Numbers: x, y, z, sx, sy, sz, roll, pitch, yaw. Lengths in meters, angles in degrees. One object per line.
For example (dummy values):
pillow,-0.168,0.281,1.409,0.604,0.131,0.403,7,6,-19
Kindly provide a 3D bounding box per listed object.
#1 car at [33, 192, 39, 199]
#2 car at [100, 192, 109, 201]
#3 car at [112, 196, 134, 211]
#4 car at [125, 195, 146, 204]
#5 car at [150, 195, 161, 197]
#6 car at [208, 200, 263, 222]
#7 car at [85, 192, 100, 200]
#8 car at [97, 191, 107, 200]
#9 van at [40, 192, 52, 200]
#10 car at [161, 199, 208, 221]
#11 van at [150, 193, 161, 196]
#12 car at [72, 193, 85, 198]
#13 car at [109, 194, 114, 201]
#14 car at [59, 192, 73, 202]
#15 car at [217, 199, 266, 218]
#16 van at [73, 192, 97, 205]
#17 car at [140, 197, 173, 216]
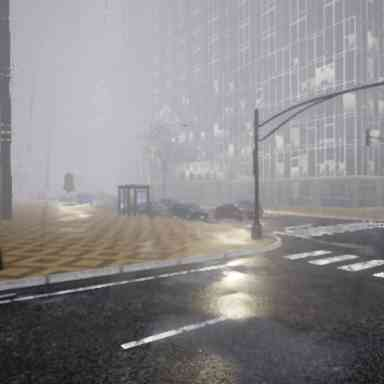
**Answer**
car,-35.581,0.819,78.877,1.967,1.590,4.097,0,1,-34
car,-15.838,1.091,64.833,1.802,1.307,4.206,0,1,-34
car,-6.774,1.421,36.612,1.947,1.339,4.313,0,1,-34
car,-9.427,1.197,55.446,1.802,1.307,4.206,0,1,-34
car,-2.232,1.392,34.631,1.812,1.442,4.674,-1,1,-34
car,3.524,1.522,26.208,1.994,1.385,4.181,-1,1,-34
car,-22.250,0.842,74.217,1.967,1.590,4.097,0,1,-34
car,-19.043,0.771,69.524,2.192,1.841,5.009,0,1,-34
van,-32.375,0.774,74.184,1.690,1.788,3.998,0,1,-34
car,-0.425,1.524,27.182,1.947,1.339,4.313,0,1,-34
van,-6.220,1.009,50.751,1.690,1.788,3.998,0,1,-34
car,-28.662,0.846,83.604,2.008,1.369,4.403,0,1,-34
car,-11.068,1.156,53.244,1.837,1.490,4.892,-1,1,-34
car,-22.759,1.144,60.106,2.008,1.369,4.403,0,1,-34
car,4.436,1.424,30.538,1.812,1.442,4.674,-1,1,-34
van,-16.346,1.040,50.718,1.690,1.788,3.998,0,1,-34
car,-3.617,1.488,31.887,1.802,1.307,4.206,0,1,-34
